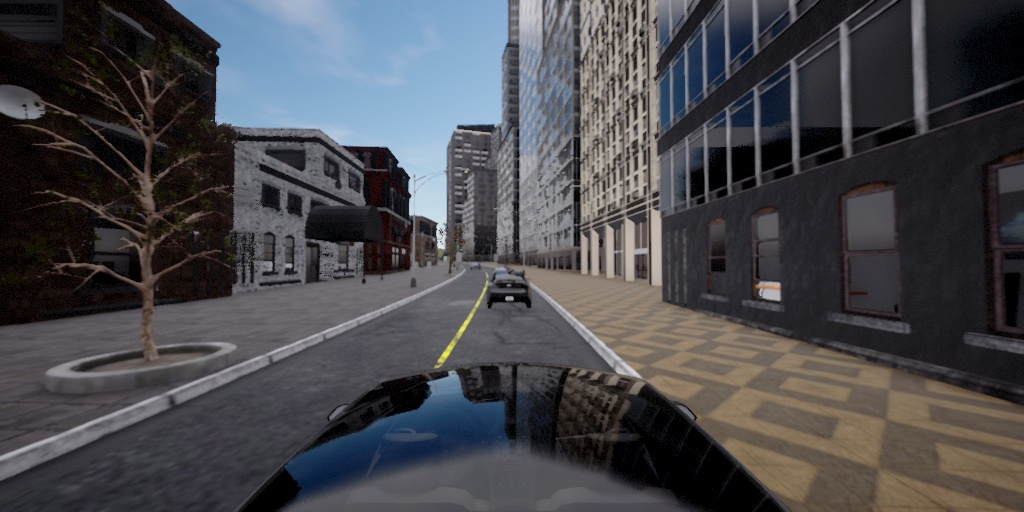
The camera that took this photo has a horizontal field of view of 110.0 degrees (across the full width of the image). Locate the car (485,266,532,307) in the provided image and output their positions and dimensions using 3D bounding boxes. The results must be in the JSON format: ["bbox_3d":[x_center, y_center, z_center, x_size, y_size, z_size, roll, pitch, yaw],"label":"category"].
[{"bbox_3d":[-0.149,1.394,16.210,1.837,1.490,4.892,0,0,-1],"label":"car"}]

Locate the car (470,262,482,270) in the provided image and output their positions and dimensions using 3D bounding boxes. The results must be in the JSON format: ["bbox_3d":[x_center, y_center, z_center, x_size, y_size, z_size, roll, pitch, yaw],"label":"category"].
[{"bbox_3d":[-6.561,1.828,64.903,1.812,1.442,4.674,0,-1,-7],"label":"car"}]
